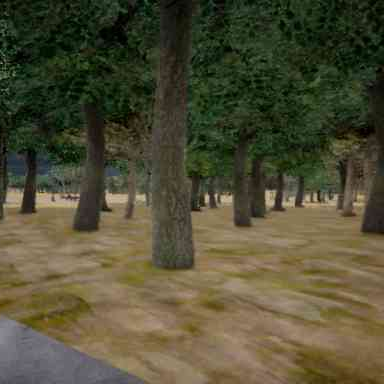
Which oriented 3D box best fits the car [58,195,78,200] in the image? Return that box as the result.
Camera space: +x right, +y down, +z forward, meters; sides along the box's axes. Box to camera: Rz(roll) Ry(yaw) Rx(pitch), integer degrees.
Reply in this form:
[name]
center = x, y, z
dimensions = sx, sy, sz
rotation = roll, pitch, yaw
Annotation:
[car]
center = -32.231, 1.403, 86.567
dimensions = 1.895, 1.301, 4.718
rotation = 2, 0, 37
